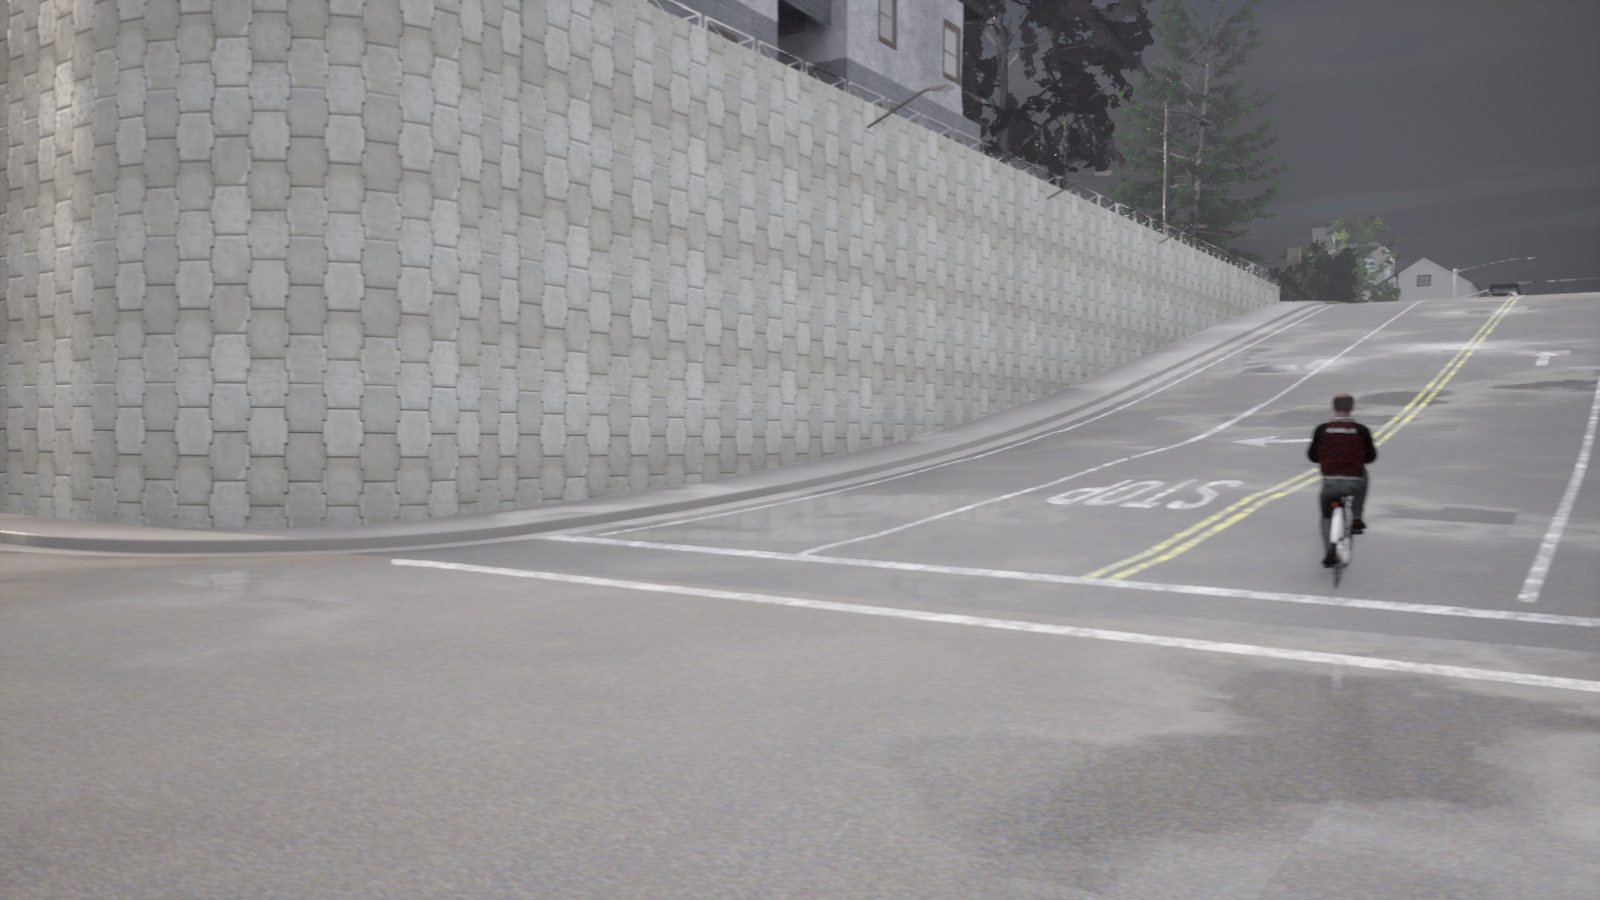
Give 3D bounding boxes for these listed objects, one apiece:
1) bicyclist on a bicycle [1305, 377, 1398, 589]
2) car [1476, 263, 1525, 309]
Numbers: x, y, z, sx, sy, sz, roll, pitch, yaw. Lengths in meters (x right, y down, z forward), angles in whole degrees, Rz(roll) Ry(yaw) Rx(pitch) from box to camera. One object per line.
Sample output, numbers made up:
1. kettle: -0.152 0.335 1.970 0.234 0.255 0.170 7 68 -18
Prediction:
1. bicyclist on a bicycle: 5.241 0.242 11.872 0.659 1.776 1.843 0 5 28
2. car: 36.466 -8.505 65.324 1.905 1.878 3.866 0 1 34
